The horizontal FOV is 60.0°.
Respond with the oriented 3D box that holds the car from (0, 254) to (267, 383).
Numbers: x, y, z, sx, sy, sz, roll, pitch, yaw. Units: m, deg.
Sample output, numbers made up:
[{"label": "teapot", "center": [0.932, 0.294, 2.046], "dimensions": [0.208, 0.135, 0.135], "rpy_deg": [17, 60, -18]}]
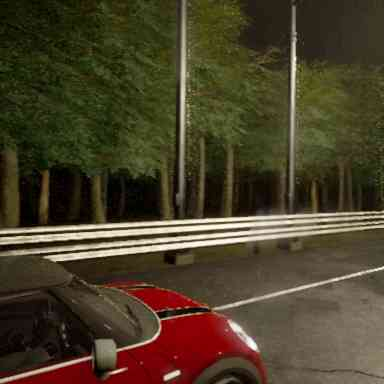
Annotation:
[{"label": "car", "center": [-1.491, 1.334, 2.658], "dimensions": [4.553, 1.767, 2.097], "rpy_deg": [1, 0, -36]}]
